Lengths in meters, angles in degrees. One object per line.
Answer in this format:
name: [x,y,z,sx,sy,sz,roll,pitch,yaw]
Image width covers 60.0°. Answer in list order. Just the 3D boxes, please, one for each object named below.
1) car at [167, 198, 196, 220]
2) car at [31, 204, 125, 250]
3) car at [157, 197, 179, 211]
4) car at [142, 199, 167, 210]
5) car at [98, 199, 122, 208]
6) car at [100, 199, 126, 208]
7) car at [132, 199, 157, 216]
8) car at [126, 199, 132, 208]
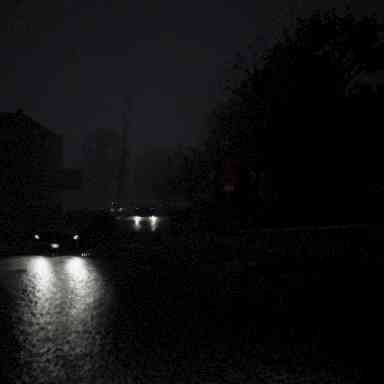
car: [-0.756,1.573,28.630,2.097,1.535,5.008,0,-1,-1]
car: [-4.609,1.449,14.088,2.033,1.411,5.357,0,0,2]
car: [-3.629,1.801,45.768,2.231,1.521,4.892,0,0,-19]
car: [-5.853,1.876,51.059,2.097,1.535,5.008,-1,-1,-27]
car: [-15.998,2.252,64.786,4.892,1.521,2.231,-4,-2,42]
car: [-13.745,1.941,56.954,2.097,1.767,4.553,-1,-1,-37]
car: [-4.826,1.632,34.242,1.882,1.535,5.008,0,-1,-7]
car: [-8.622,1.944,55.921,2.231,1.521,4.892,-1,-1,-35]
